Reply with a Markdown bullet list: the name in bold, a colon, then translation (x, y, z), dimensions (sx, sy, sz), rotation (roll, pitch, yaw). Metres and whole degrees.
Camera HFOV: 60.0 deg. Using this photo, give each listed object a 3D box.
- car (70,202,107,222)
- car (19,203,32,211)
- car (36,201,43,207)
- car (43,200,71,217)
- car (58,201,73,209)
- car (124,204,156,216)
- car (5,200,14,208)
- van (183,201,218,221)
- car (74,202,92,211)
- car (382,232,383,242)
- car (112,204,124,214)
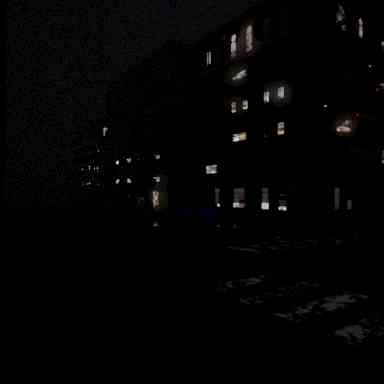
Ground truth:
- **car**: translation (-9.445, 1.910, 30.904), dimensions (1.967, 1.590, 4.097), rotation (-1, 0, -36)
- **car**: translation (-29.166, 2.552, 58.207), dimensions (1.752, 1.417, 4.829), rotation (-1, 0, -36)
- **car**: translation (-39.044, 3.100, 86.080), dimensions (1.947, 1.339, 4.313), rotation (-1, 0, -36)
- **car**: translation (-16.053, 2.096, 40.051), dimensions (1.967, 1.590, 4.097), rotation (-1, 0, -36)
- **car**: translation (-25.831, 2.598, 67.787), dimensions (1.967, 1.590, 4.097), rotation (-1, 0, -36)
- **car**: translation (-6.107, 2.125, 40.484), dimensions (1.752, 1.417, 4.829), rotation (-1, 0, -36)
- **car**: translation (-42.485, 2.721, 76.641), dimensions (2.192, 1.841, 5.009), rotation (-1, 0, -36)
- **van**: translation (0.734, 1.753, 31.299), dimensions (1.690, 1.788, 3.998), rotation (-1, 0, -36)
- **car**: translation (-19.322, 2.499, 58.778), dimensions (1.752, 1.417, 4.829), rotation (-1, 0, -36)
- **car**: translation (8.746, 1.601, 10.277), dimensions (1.895, 1.301, 4.718), rotation (0, 0, -36)
- **car**: translation (-9.310, 2.256, 44.919), dimensions (1.947, 1.339, 4.313), rotation (-1, 0, -36)
